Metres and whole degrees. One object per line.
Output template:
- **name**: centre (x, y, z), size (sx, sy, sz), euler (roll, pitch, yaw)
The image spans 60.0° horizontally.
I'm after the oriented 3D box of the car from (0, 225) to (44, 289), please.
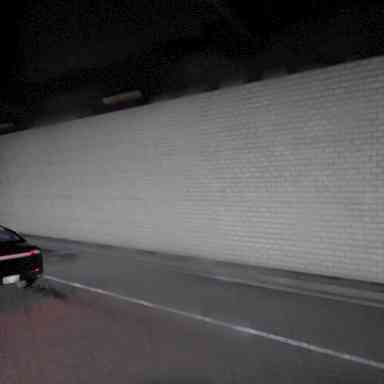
- **car**: centre (-5.501, 1.493, 7.916), size (4.902, 1.511, 2.128), euler (0, 0, 35)
